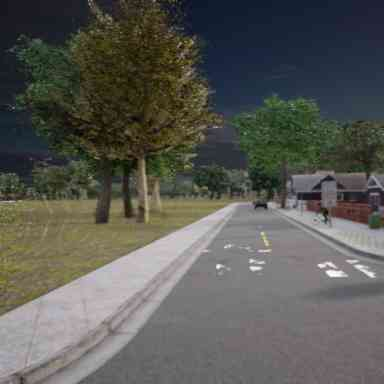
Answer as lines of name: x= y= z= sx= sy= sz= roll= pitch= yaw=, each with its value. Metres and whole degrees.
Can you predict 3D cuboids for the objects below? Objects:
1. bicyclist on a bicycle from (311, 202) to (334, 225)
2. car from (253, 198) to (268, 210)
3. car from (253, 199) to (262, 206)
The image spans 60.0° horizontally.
bicyclist on a bicycle: x=9.385 y=1.579 z=23.971 sx=1.656 sy=1.620 sz=0.582 roll=-2 pitch=-1 yaw=10
car: x=12.256 y=2.048 z=59.082 sx=2.150 sy=2.045 sz=5.566 roll=-1 pitch=-1 yaw=10
car: x=16.375 y=2.576 z=83.482 sx=1.882 sy=1.535 sz=5.008 roll=-1 pitch=-1 yaw=10
